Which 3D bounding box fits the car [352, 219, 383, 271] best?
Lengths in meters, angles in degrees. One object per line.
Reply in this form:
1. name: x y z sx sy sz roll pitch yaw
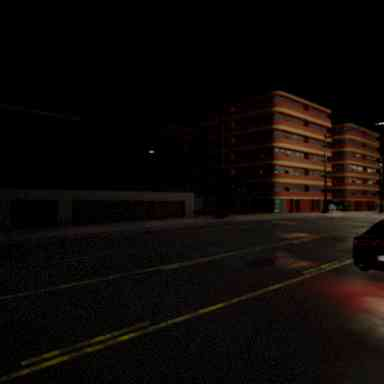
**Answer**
1. car: 6.597 1.463 9.903 5.008 1.535 1.882 -1 0 -41
